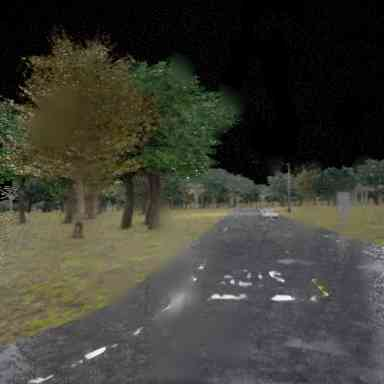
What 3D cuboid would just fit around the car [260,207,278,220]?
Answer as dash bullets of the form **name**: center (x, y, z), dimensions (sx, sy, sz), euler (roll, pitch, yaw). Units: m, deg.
- **car**: center (11.062, 3.208, 47.215), dimensions (1.895, 1.301, 4.718), euler (-1, -2, 8)
